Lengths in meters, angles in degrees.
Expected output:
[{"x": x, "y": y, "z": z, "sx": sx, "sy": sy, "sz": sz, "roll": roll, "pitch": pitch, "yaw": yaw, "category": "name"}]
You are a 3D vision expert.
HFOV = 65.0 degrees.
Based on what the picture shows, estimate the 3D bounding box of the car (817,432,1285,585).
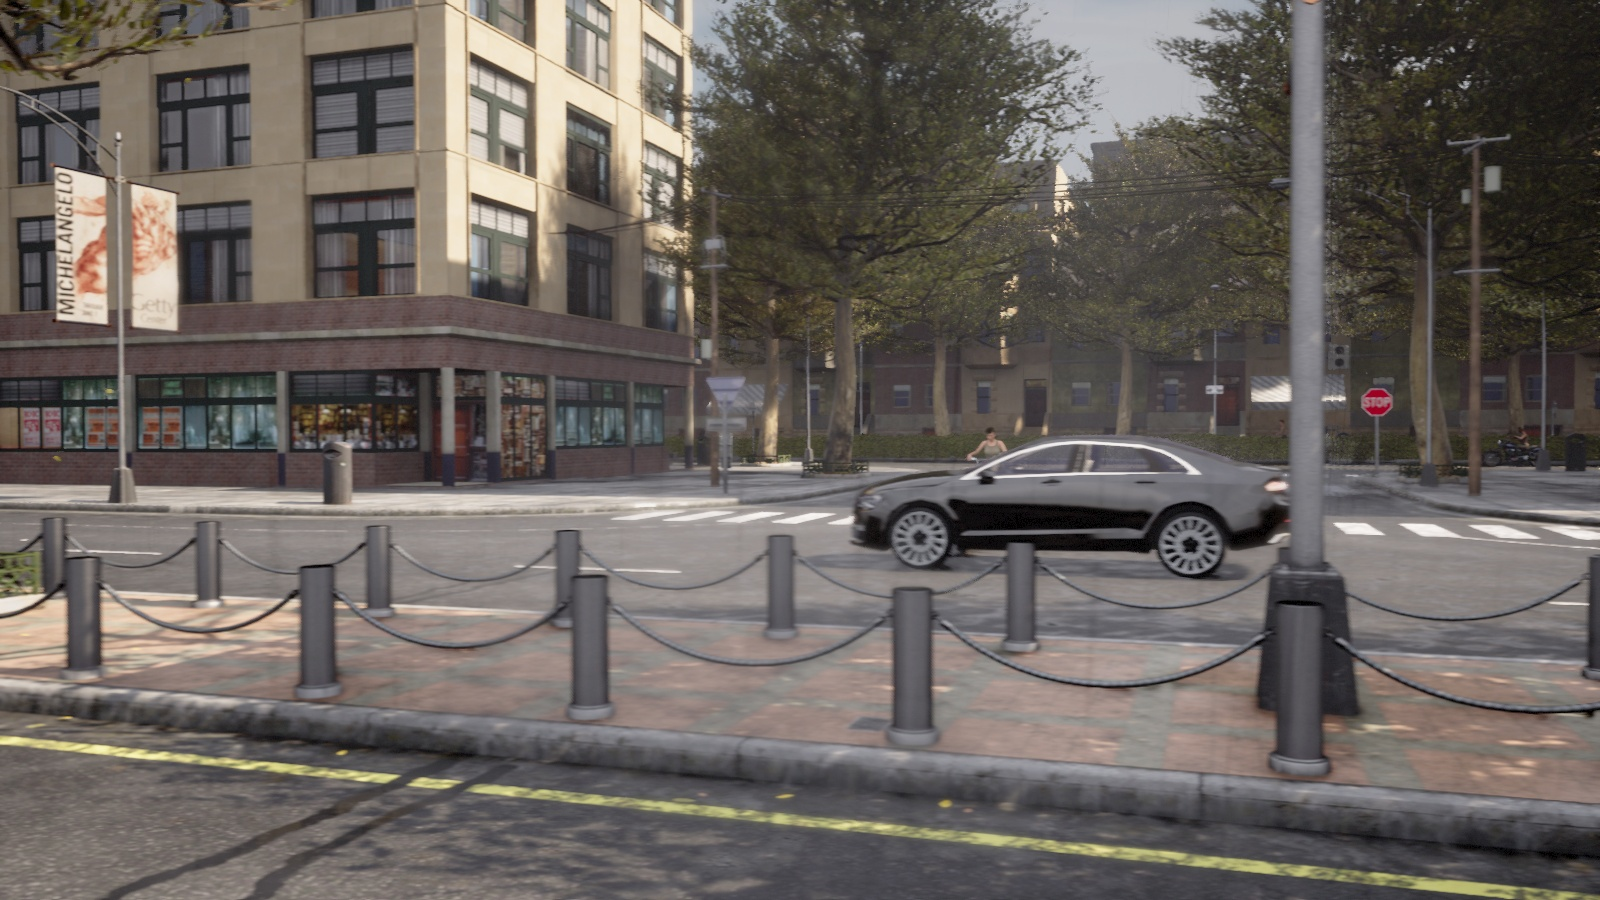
[{"x": 2.862, "y": 0.564, "z": 14.362, "sx": 4.902, "sy": 1.511, "sz": 2.128, "roll": 1, "pitch": 1, "yaw": 19, "category": "car"}]

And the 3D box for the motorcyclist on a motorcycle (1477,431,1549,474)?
[{"x": 28.154, "y": 0.088, "z": 49.630, "sx": 2.350, "sy": 1.649, "sz": 0.766, "roll": 0, "pitch": 1, "yaw": 18, "category": "motorcyclist on a motorcycle"}]
